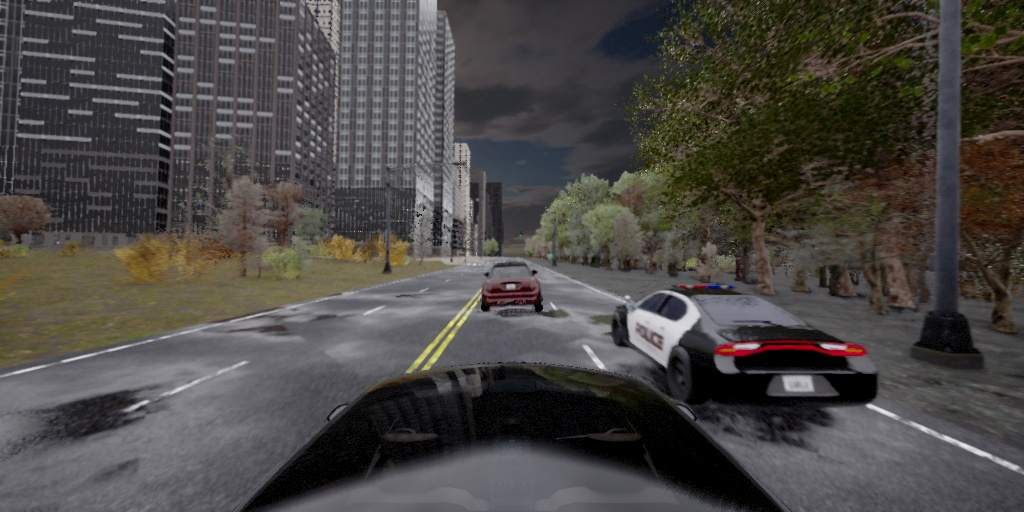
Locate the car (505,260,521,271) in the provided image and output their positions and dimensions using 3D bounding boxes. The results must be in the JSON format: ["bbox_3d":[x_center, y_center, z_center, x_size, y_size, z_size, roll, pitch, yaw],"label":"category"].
[{"bbox_3d":[0.104,1.196,46.297,1.895,1.301,4.718,1,0,0],"label":"car"}]

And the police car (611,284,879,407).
[{"bbox_3d":[3.254,1.275,6.483,2.038,1.542,4.974,0,0,0],"label":"police car"}]

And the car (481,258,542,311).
[{"bbox_3d":[-0.036,1.021,14.166,2.097,1.767,4.553,-3,1,0],"label":"car"}]
